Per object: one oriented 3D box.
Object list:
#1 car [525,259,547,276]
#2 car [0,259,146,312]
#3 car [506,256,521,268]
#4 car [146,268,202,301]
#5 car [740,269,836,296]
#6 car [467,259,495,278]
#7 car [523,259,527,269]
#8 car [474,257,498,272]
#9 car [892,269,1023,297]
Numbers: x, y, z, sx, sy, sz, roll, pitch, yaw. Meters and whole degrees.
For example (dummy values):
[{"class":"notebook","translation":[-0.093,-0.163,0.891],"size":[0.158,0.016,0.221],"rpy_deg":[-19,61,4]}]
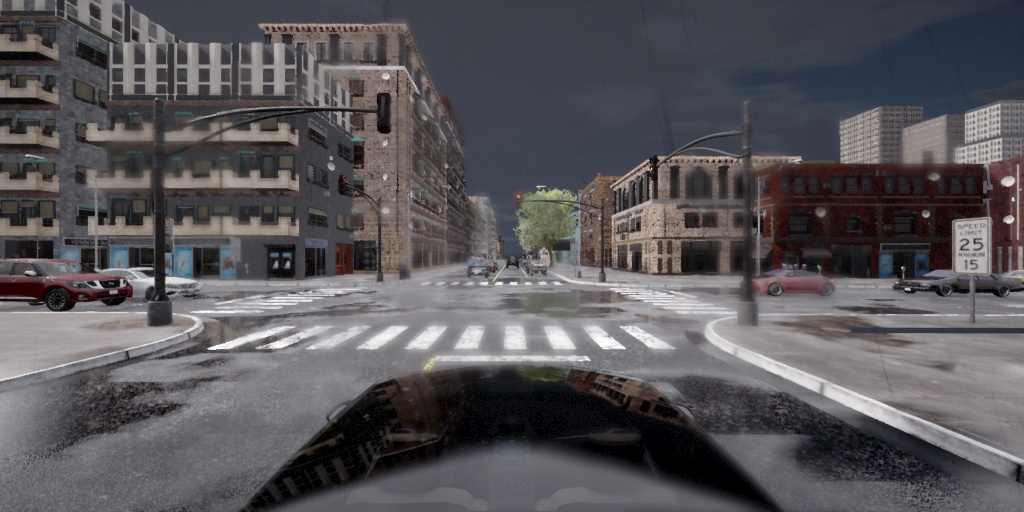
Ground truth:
[{"class":"car","translation":[2.686,1.330,36.987],"size":[2.007,1.370,4.403],"rpy_deg":[0,0,0]},{"class":"car","translation":[-17.278,1.013,13.266],"size":[5.009,1.841,2.192],"rpy_deg":[0,0,0]},{"class":"car","translation":[0.092,1.044,62.688],"size":[2.150,2.045,5.566],"rpy_deg":[0,0,-1]},{"class":"car","translation":[-16.528,1.227,15.861],"size":[4.674,1.442,1.812],"rpy_deg":[1,0,0]},{"class":"car","translation":[14.716,1.387,19.286],"size":[4.181,1.385,1.994],"rpy_deg":[0,0,0]},{"class":"car","translation":[-3.106,1.266,34.337],"size":[2.128,1.511,4.902],"rpy_deg":[0,0,0]},{"class":"car","translation":[2.686,1.228,42.684],"size":[1.967,1.591,4.097],"rpy_deg":[0,0,0]},{"class":"car","translation":[-3.103,1.143,44.231],"size":[2.097,1.767,4.553],"rpy_deg":[0,0,0]},{"class":"car","translation":[24.018,1.412,19.354],"size":[5.357,1.411,2.033],"rpy_deg":[0,0,0]}]
